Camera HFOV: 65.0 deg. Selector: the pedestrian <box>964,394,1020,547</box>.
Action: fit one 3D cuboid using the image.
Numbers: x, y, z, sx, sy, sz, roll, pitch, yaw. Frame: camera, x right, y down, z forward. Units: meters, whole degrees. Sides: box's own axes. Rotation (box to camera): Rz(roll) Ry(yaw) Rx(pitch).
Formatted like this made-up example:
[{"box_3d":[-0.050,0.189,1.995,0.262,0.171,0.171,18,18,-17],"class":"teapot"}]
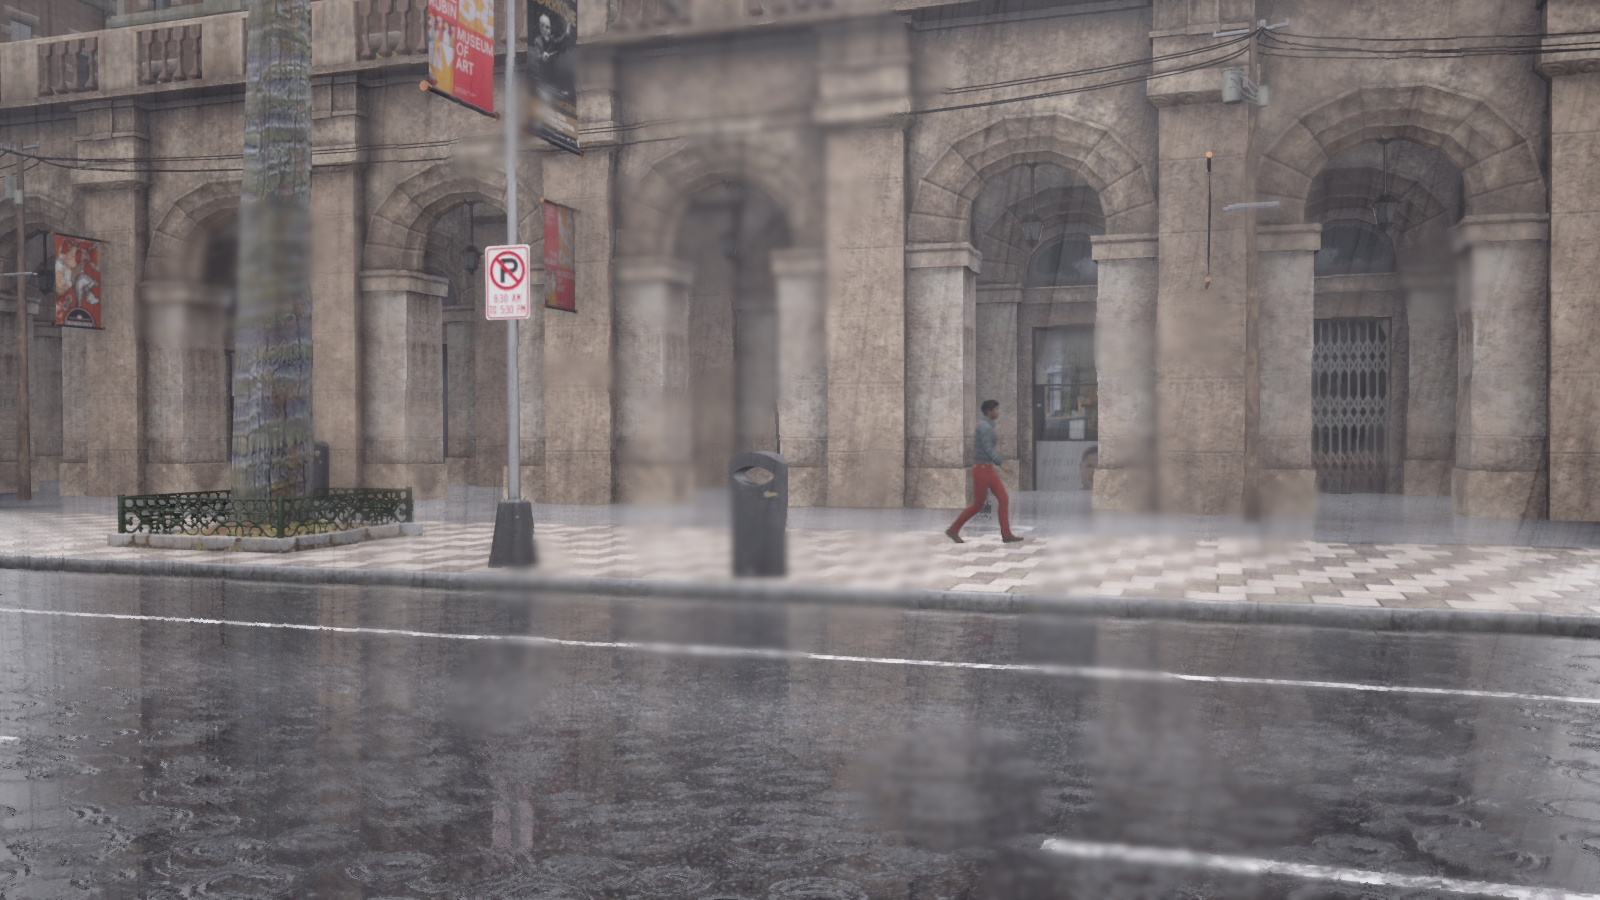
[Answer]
[{"box_3d":[2.360,0.245,15.414,0.614,1.847,0.353,1,1,18],"class":"pedestrian"}]
